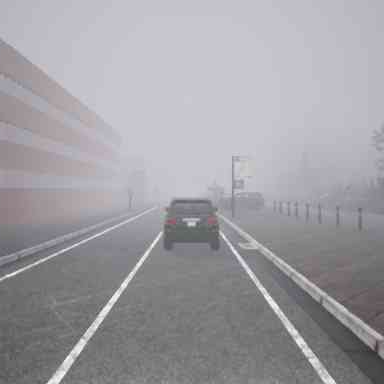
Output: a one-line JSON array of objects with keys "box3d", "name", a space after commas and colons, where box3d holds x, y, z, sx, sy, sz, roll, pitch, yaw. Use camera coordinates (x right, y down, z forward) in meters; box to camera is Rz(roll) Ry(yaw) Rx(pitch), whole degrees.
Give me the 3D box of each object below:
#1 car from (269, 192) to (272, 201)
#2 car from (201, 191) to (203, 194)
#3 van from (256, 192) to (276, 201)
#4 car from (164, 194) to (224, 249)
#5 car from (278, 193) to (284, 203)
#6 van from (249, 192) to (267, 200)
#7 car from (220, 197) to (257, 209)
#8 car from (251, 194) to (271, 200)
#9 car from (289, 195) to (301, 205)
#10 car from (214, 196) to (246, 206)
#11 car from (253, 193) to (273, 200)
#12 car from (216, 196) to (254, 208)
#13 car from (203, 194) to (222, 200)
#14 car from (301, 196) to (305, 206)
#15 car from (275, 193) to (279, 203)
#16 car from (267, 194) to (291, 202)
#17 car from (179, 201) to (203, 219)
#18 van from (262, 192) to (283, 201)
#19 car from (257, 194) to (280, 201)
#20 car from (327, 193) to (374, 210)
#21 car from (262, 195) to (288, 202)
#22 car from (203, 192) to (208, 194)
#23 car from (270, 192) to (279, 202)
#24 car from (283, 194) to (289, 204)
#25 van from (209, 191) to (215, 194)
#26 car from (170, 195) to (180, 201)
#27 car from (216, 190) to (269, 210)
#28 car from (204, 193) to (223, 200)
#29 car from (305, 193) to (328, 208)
[{"box3d": [18.229, 1.341, 66.981, 5.008, 1.535, 2.097, 0, 0, -1], "name": "car"}, {"box3d": [5.485, 1.070, 77.848, 5.566, 2.045, 2.435, 0, 0, -1], "name": "car"}, {"box3d": [18.087, 1.088, 80.974, 4.442, 1.987, 1.878, 0, 0, -1], "name": "van"}, {"box3d": [-0.023, 1.253, 14.685, 2.150, 2.045, 5.566, 0, 0, 0], "name": "car"}, {"box3d": [18.393, 1.357, 58.387, 5.008, 1.535, 2.097, 0, 0, -1], "name": "car"}, {"box3d": [17.692, 1.072, 89.440, 4.442, 1.987, 1.878, 0, 0, -1], "name": "van"}, {"box3d": [6.099, 1.420, 43.944, 4.674, 1.452, 2.002, 0, 0, -1], "name": "car"}, {"box3d": [17.896, 1.333, 86.617, 4.792, 1.488, 2.163, 0, 0, -1], "name": "car"}, {"box3d": [18.501, 1.369, 52.740, 4.892, 1.521, 2.231, 0, 0, -1], "name": "car"}, {"box3d": [5.938, 1.409, 52.421, 4.674, 1.452, 2.002, 0, 0, -1], "name": "car"}, {"box3d": [17.883, 1.183, 83.918, 4.553, 1.767, 2.185, 0, 0, -1], "name": "car"}, {"box3d": [6.043, 1.377, 46.771, 5.008, 1.535, 2.097, 0, 0, -1], "name": "car"}, {"box3d": [5.290, 1.305, 86.323, 5.008, 1.535, 2.097, 0, 0, -1], "name": "car"}, {"box3d": [18.623, 1.377, 47.095, 4.892, 1.521, 2.231, 0, 0, -1], "name": "car"}, {"box3d": [18.373, 1.381, 61.211, 4.792, 1.488, 2.163, 0, 0, -1], "name": "car"}, {"box3d": [18.211, 1.210, 69.804, 4.553, 1.767, 2.185, 0, 0, -1], "name": "car"}, {"box3d": [-0.093, 1.565, 29.661, 1.994, 1.385, 4.181, 0, 0, 0], "name": "car"}, {"box3d": [18.191, 1.099, 75.325, 4.442, 1.987, 1.878, 0, 0, -1], "name": "van"}, {"box3d": [18.029, 1.320, 78.149, 4.892, 1.521, 2.231, 0, 0, -1], "name": "car"}, {"box3d": [18.716, 1.248, 38.615, 4.553, 1.767, 2.185, 0, 1, -1], "name": "car"}, {"box3d": [18.132, 1.330, 72.627, 5.008, 1.535, 2.097, 0, 0, -1], "name": "car"}, {"box3d": [5.433, 1.334, 69.369, 5.366, 1.575, 1.946, 0, 0, -1], "name": "car"}, {"box3d": [18.292, 1.346, 64.158, 5.008, 1.535, 2.097, 0, 0, -1], "name": "car"}, {"box3d": [18.446, 1.362, 55.564, 5.008, 1.535, 2.097, 0, 0, -1], "name": "car"}, {"box3d": [5.896, 1.127, 60.898, 4.442, 1.987, 1.878, 0, 0, -1], "name": "van"}, {"box3d": [-3.852, 1.415, 75.918, 1.895, 1.301, 4.718, 0, 0, -1], "name": "car"}, {"box3d": [6.127, 1.130, 41.119, 5.566, 2.045, 2.435, 0, 0, -1], "name": "car"}, {"box3d": [5.381, 1.184, 83.498, 4.553, 1.767, 2.185, 0, 0, -1], "name": "car"}, {"box3d": [18.640, 1.127, 44.394, 5.566, 2.045, 2.435, 0, 0, -1], "name": "car"}]
